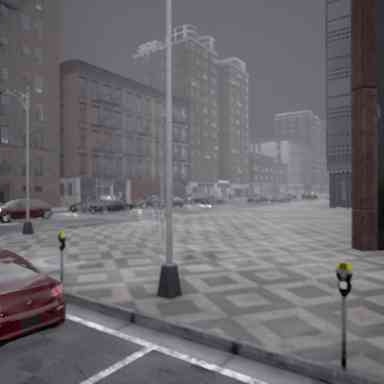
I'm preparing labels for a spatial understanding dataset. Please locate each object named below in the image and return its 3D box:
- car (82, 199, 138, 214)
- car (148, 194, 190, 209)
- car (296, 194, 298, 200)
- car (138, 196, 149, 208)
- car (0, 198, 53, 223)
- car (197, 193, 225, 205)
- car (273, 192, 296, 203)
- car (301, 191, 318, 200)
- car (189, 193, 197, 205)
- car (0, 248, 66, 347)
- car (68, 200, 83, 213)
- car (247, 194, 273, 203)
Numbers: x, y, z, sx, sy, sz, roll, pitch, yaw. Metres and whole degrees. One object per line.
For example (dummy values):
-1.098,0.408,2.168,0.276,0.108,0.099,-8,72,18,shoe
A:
-8.029,1.440,32.978,1.895,1.301,4.718,0,1,36,car
-2.725,1.240,40.356,1.812,1.442,4.674,0,1,36,car
19.052,0.781,64.761,1.837,1.490,4.892,0,1,36,car
-5.592,1.232,41.932,1.837,1.490,4.892,0,1,36,car
-13.274,1.318,25.680,2.097,1.767,4.553,0,1,36,car
3.097,1.144,48.400,1.994,1.385,4.181,0,1,36,car
14.001,0.987,52.173,2.033,1.411,5.357,0,1,35,car
22.790,0.596,64.393,2.097,1.767,4.553,0,1,36,car
0.097,0.948,49.812,2.097,1.767,4.553,0,1,36,car
-3.866,1.628,5.717,4.206,1.307,1.802,-1,0,35,car
-10.752,1.413,34.788,1.994,1.385,4.181,0,1,34,car
10.493,1.014,52.847,2.033,1.411,5.357,0,1,34,car
